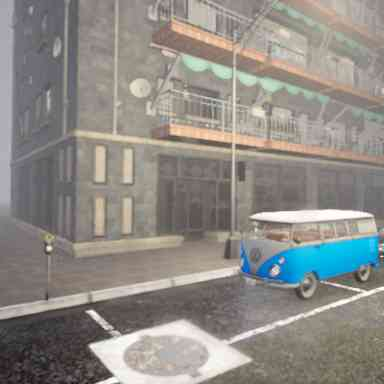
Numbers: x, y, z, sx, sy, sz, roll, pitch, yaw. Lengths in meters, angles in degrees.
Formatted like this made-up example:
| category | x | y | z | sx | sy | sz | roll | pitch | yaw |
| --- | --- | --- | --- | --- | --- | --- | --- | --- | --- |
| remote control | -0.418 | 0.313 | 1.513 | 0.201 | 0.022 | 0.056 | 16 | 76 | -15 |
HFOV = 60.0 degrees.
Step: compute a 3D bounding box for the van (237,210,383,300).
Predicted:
| category | x | y | z | sx | sy | sz | roll | pitch | yaw |
| --- | --- | --- | --- | --- | --- | --- | --- | --- | --- |
| van | 2.943 | 1.365 | 8.186 | 3.998 | 1.788 | 1.690 | 0 | 1 | -36 |
